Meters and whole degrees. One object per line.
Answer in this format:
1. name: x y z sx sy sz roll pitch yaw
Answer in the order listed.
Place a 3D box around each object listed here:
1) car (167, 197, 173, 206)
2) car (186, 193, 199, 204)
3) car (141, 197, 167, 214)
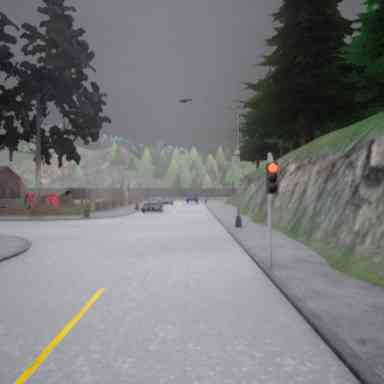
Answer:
1. car: -4.041 1.493 52.811 1.994 1.385 4.181 0 0 0
2. car: 0.040 1.136 62.919 2.150 2.045 5.566 0 0 0
3. car: -4.075 1.516 34.810 1.994 1.385 4.181 0 0 0
